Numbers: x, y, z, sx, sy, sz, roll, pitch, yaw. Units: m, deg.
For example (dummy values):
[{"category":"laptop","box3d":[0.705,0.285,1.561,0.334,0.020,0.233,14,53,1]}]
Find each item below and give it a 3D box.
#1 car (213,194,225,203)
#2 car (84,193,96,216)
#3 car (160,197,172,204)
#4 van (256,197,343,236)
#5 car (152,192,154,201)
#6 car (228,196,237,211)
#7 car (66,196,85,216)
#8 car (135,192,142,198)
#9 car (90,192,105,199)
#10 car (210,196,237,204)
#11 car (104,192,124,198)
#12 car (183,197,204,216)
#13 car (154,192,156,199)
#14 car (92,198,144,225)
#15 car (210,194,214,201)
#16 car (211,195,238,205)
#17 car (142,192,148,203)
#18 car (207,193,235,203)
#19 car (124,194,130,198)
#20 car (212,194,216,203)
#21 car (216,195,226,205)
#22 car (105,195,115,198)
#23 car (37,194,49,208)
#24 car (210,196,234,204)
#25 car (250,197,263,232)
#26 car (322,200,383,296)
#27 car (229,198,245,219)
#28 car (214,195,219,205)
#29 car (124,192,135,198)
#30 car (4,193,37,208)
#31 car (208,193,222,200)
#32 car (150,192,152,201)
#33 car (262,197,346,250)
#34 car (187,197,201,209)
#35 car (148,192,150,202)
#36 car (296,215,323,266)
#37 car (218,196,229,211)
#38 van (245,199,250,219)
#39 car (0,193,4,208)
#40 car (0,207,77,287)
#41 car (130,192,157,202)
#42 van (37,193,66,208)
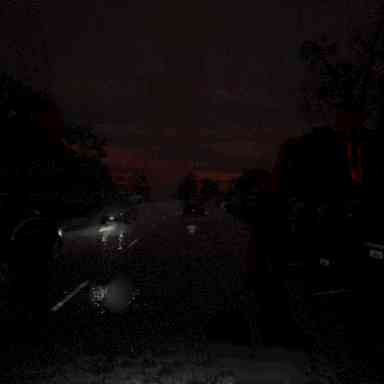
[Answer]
[{"category":"car","box3d":[6.322,1.585,48.579,5.366,1.575,1.946,2,0,-20]},{"category":"car","box3d":[-10.862,1.167,28.379,4.553,1.767,2.185,0,0,-20]},{"category":"car","box3d":[-4.812,1.500,61.436,1.895,1.301,4.718,1,0,1]},{"category":"van","box3d":[6.108,1.368,18.964,4.442,1.987,1.878,2,0,-20]},{"category":"car","box3d":[-10.661,1.154,67.675,4.553,1.767,2.185,0,0,-20]},{"category":"car","box3d":[6.089,1.464,30.766,4.553,1.767,2.185,2,0,-20]},{"category":"car","box3d":[-10.924,1.294,25.359,4.892,1.521,2.231,0,0,-20]},{"category":"car","box3d":[-10.816,1.034,49.525,5.566,2.045,2.435,0,0,-20]},{"category":"car","box3d":[-10.854,1.166,31.408,4.553,1.767,2.185,0,0,-20]},{"category":"car","box3d":[6.252,1.578,66.263,4.892,1.521,2.231,2,0,-20]},{"category":"car","box3d":[-10.878,1.038,37.434,5.566,2.045,2.435,0,0,-20]},{"category":"car","box3d":[0.164,1.475,32.194,1.882,1.535,5.008,1,0,0]},{"category":"car","box3d":[-10.682,1.280,70.690,4.892,1.521,2.231,0,0,-20]},{"category":"car","box3d":[-5.040,1.402,23.461,2.128,1.511,4.902,1,0,1]},{"category":"car","box3d":[6.201,1.581,57.392,4.892,1.521,2.231,2,0,-20]},{"category":"car","box3d":[6.265,1.454,63.312,4.553,1.767,2.185,2,0,-20]},{"category":"car","box3d":[-10.728,1.033,55.591,5.566,2.045,2.435,0,0,-20]},{"category":"car","box3d":[6.309,1.325,72.196,5.566,2.045,2.435,2,0,-20]},{"category":"car","box3d":[-10.662,1.286,40.533,5.366,1.575,1.946,0,0,-20]},{"category":"car","box3d":[6.164,1.582,51.476,5.008,1.535,2.097,2,0,-19]},{"category":"car","box3d":[6.289,1.587,42.662,5.366,1.575,1.946,2,0,-20]},{"category":"car","box3d":[-10.838,1.320,34.432,4.792,1.488,2.163,0,0,-20]},{"category":"car","box3d":[-10.982,1.167,19.308,4.553,1.767,2.185,0,0,-20]},{"category":"car","box3d":[6.262,1.616,69.220,4.674,1.452,2.002,2,0,-20]},{"category":"car","box3d":[5.961,1.338,15.947,5.566,2.045,2.435,2,0,-20]},{"category":"car","box3d":[5.958,1.339,7.104,5.566,2.045,2.435,2,0,-20]},{"category":"car","box3d":[6.040,1.590,27.791,4.892,1.521,2.231,2,0,-20]},{"category":"car","box3d":[6.135,1.584,45.547,5.008,1.535,2.097,2,0,-20]},{"category":"car","box3d":[-10.786,1.037,43.496,5.566,2.045,2.435,0,0,-20]},{"category":"car","box3d":[-10.943,1.042,16.310,5.566,2.045,2.435,0,0,-20]},{"category":"car","box3d":[6.044,1.571,60.276,5.366,1.575,1.946,2,0,-20]},{"category":"car","box3d":[-10.738,1.155,64.638,4.553,1.767,2.185,0,0,-20]},{"category":"car","box3d":[5.944,1.338,12.988,5.566,2.045,2.435,2,0,-20]},{"category":"car","box3d":[0.245,1.500,47.321,1.837,1.490,4.892,1,0,0]},{"category":"car","box3d":[-10.748,1.156,61.610,4.553,1.767,2.185,0,0,-20]},{"category":"car","box3d":[5.928,1.619,10.021,4.792,1.488,2.163,2,0,-20]},{"category":"car","box3d":[6.079,1.615,39.617,4.792,1.488,2.163,2,0,-20]},{"category":"van","box3d":[6.125,1.367,21.923,4.442,1.987,1.878,2,0,-20]},{"category":"car","box3d":[-11.001,1.042,13.250,5.566,2.045,2.435,0,0,-20]},{"category":"car","box3d":[-5.148,1.399,9.064,2.128,1.511,4.902,1,0,0]},{"category":"car","box3d":[-10.680,1.027,73.694,5.566,2.045,2.435,0,0,-20]},{"category":"van","box3d":[-11.040,1.067,22.292,4.442,1.987,1.878,0,0,-20]}]
